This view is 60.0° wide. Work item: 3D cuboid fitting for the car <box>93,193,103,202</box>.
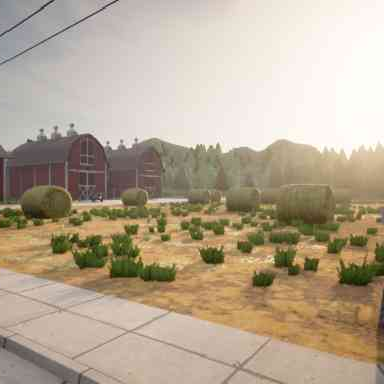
[{"bbox_3d":[-19.651,1.118,69.803,1.905,1.878,3.866,6,1,-10],"label":"car"}]
